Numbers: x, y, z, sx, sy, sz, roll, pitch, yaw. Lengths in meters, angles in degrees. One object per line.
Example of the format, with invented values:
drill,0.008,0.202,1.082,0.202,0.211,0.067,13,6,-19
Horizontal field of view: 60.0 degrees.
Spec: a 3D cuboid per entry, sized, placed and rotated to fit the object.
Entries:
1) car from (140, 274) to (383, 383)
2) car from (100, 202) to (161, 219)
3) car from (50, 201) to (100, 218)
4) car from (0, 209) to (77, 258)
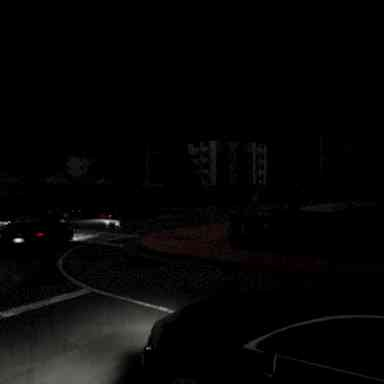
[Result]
car,1.708,1.509,2.774,4.892,1.490,1.837,0,0,35
car,-5.097,1.586,29.457,2.033,1.411,5.357,0,0,38
car,-10.033,1.535,28.800,2.128,1.511,4.902,0,0,38
car,-6.085,1.589,13.067,1.994,1.385,4.181,0,0,-9
